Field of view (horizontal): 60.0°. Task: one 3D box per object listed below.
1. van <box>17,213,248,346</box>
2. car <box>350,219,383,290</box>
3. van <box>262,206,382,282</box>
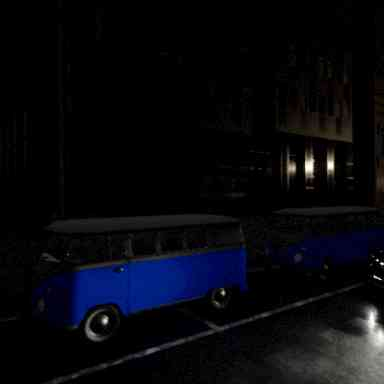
[{"bbox_3d":[-0.820,1.330,6.061,3.998,1.788,1.690,0,0,-35],"label":"van"},{"bbox_3d":[6.046,1.453,7.687,4.902,1.511,2.128,0,0,-35],"label":"car"},{"bbox_3d":[3.756,1.306,9.323,3.998,1.788,1.690,0,0,-35],"label":"van"}]
